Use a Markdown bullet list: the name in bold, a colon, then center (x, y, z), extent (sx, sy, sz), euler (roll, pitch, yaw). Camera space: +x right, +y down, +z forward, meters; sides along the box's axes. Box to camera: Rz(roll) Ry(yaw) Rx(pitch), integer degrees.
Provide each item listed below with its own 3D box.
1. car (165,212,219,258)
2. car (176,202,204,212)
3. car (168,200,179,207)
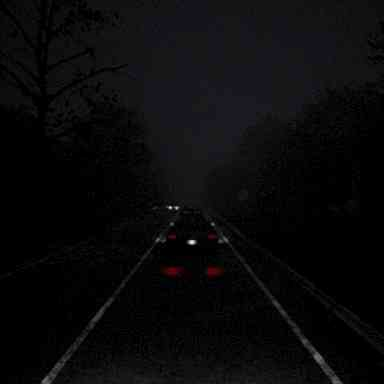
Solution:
- **car**: center (0.017, 1.733, 13.519), extent (1.994, 1.385, 4.181), euler (0, -1, 1)
- **car**: center (0.013, 1.843, 28.519), extent (2.128, 1.511, 4.902), euler (0, 0, 0)
- **car**: center (-3.543, 2.176, 64.578), extent (1.994, 1.385, 4.181), euler (0, 0, 1)
